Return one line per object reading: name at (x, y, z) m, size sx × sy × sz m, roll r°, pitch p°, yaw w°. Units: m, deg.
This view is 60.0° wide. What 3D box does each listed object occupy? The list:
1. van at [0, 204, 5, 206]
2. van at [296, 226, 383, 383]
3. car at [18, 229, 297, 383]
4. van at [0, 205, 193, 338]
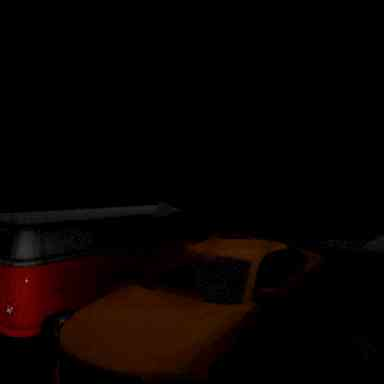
van at (-8.409, 1.352, 11.402) m, size 1.878 × 1.987 × 4.442 m, roll -1°, pitch 0°, yaw 35°
van at (2.686, 1.251, 3.211) m, size 1.878 × 1.987 × 4.442 m, roll 0°, pitch 0°, yaw 35°
car at (0.512, 1.496, 4.910) m, size 2.097 × 1.535 × 5.008 m, roll 0°, pitch 0°, yaw 35°
van at (-1.671, 1.290, 6.601) m, size 1.878 × 1.987 × 4.442 m, roll -1°, pitch 0°, yaw 35°
